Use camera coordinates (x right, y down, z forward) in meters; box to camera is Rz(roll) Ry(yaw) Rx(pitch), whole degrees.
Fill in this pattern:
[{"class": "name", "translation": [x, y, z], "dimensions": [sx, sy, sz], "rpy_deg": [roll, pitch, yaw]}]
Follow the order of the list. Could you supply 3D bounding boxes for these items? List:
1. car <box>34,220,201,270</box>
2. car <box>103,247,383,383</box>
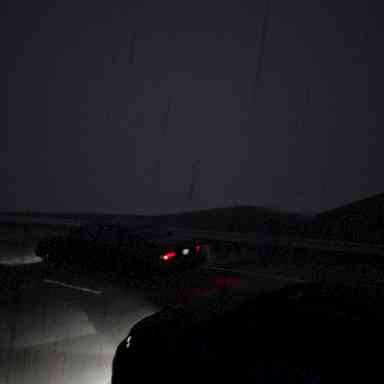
[{"class": "car", "translation": [-2.254, 1.530, 9.610], "dimensions": [5.357, 1.411, 2.033], "rpy_deg": [0, 0, 33]}, {"class": "car", "translation": [1.226, 1.558, 2.999], "dimensions": [4.181, 1.385, 1.994], "rpy_deg": [0, 0, 35]}]
